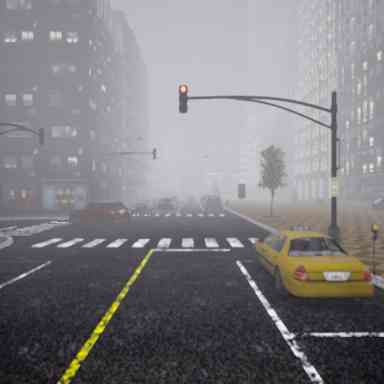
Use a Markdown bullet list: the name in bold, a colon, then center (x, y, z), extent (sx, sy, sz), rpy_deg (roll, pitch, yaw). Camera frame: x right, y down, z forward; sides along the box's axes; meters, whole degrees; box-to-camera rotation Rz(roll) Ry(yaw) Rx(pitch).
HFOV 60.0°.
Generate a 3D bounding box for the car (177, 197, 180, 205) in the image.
- **car**: center (-3.223, 1.487, 58.647), extent (1.837, 1.490, 4.892), rpy_deg (0, 0, 0)

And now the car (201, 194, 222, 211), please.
- **car**: center (2.582, 1.291, 40.690), extent (2.192, 1.841, 5.009), rpy_deg (0, 0, 0)

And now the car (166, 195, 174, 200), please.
- **car**: center (-5.924, 1.533, 90.238), extent (1.752, 1.417, 4.829), rpy_deg (0, 0, 0)

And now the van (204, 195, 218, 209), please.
- **van**: center (2.567, 1.317, 46.215), extent (1.690, 1.788, 3.998), rpy_deg (0, 0, 0)

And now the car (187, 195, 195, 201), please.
- **car**: center (-0.203, 1.389, 79.876), extent (1.882, 1.535, 5.008), rpy_deg (0, 0, 0)

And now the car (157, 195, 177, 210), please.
- **car**: center (-3.204, 1.453, 41.748), extent (1.882, 1.535, 5.008), rpy_deg (0, 0, 0)

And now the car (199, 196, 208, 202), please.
- **car**: center (2.498, 1.537, 73.849), extent (1.887, 1.381, 4.507), rpy_deg (0, 0, 0)

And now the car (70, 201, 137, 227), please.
- **car**: center (-6.471, 1.413, 23.283), extent (4.553, 1.767, 2.097), rpy_deg (-1, 1, 33)

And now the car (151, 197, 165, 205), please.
- **car**: center (-5.840, 1.531, 57.248), extent (2.008, 1.369, 4.403), rpy_deg (0, 0, 0)

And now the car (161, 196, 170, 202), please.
- **car**: center (-5.882, 1.574, 73.828), extent (1.802, 1.307, 4.206), rpy_deg (0, 0, 0)

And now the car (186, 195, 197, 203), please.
- **car**: center (-0.178, 1.541, 69.875), extent (1.994, 1.385, 4.181), rpy_deg (0, 0, 0)

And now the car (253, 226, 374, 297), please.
- **car**: center (2.665, 1.517, 8.447), extent (1.752, 1.417, 4.829), rpy_deg (0, 0, 0)

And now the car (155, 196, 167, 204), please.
- **car**: center (-5.854, 1.528, 62.773), extent (1.887, 1.381, 4.507), rpy_deg (0, 0, 0)

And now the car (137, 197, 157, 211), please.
- **car**: center (-5.797, 1.527, 40.668), extent (2.008, 1.369, 4.403), rpy_deg (0, 0, 0)

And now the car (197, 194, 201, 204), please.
- **car**: center (2.525, 1.299, 62.795), extent (2.192, 1.841, 5.009), rpy_deg (0, 0, 0)

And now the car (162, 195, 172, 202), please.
- **car**: center (-5.897, 1.437, 79.354), extent (1.967, 1.590, 4.097), rpy_deg (0, 0, 0)

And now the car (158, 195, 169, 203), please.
- **car**: center (-5.869, 1.428, 68.301), extent (1.967, 1.590, 4.097), rpy_deg (0, 0, 0)
